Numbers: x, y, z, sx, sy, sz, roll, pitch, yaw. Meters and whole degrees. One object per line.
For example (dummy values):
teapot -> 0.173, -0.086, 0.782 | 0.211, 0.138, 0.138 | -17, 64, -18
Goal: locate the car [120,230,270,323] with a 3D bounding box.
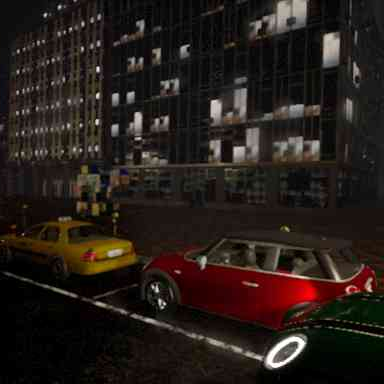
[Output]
car -> 0.944, 1.390, 5.876 | 4.097, 1.590, 1.967 | 1, 1, 36

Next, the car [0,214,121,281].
car -> -3.691, 1.355, 9.189 | 4.829, 1.417, 1.752 | 1, 1, 36

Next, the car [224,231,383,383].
car -> 2.730, 1.376, 2.236 | 4.553, 1.767, 2.097 | 2, 1, 38
